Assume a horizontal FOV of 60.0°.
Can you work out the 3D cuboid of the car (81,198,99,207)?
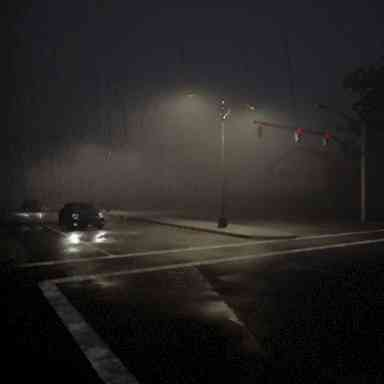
[{"bbox_3d":[-18.610,1.915,60.426,1.812,1.442,4.674,1,-1,-33],"label":"car"}]

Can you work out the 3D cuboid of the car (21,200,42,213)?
[{"bbox_3d":[-20.005,1.745,41.396,1.837,1.490,4.892,0,-1,-33],"label":"car"}]

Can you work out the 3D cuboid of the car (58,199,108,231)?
[{"bbox_3d":[-7.421,1.493,22.102,2.097,1.767,4.553,1,-1,-33],"label":"car"}]

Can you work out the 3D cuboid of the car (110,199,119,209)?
[{"bbox_3d":[-12.961,1.850,51.795,1.837,1.490,4.892,1,-1,-33],"label":"car"}]
